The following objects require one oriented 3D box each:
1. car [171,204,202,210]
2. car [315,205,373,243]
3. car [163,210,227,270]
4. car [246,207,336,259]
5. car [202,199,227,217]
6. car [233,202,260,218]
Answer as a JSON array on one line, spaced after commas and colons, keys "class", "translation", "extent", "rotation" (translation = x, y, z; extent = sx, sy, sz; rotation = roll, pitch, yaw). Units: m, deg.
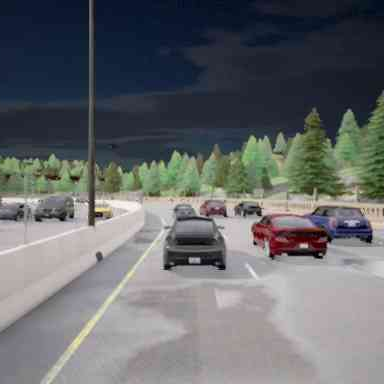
[{"class": "car", "translation": [-0.753, 1.761, 28.841], "extent": [2.033, 1.411, 5.357], "rotation": [0, 0, -7]}, {"class": "car", "translation": [7.018, 1.476, 16.794], "extent": [2.097, 1.767, 4.553], "rotation": [0, -1, -1]}, {"class": "car", "translation": [0.079, 1.591, 11.351], "extent": [1.837, 1.490, 4.892], "rotation": [0, 0, 0]}, {"class": "car", "translation": [3.578, 1.575, 13.086], "extent": [1.882, 1.535, 5.008], "rotation": [0, 0, 0]}, {"class": "car", "translation": [2.048, 1.599, 33.411], "extent": [2.097, 1.767, 4.553], "rotation": [0, 0, -9]}, {"class": "car", "translation": [5.558, 1.754, 33.738], "extent": [1.837, 1.490, 4.892], "rotation": [0, -1, -9]}]
